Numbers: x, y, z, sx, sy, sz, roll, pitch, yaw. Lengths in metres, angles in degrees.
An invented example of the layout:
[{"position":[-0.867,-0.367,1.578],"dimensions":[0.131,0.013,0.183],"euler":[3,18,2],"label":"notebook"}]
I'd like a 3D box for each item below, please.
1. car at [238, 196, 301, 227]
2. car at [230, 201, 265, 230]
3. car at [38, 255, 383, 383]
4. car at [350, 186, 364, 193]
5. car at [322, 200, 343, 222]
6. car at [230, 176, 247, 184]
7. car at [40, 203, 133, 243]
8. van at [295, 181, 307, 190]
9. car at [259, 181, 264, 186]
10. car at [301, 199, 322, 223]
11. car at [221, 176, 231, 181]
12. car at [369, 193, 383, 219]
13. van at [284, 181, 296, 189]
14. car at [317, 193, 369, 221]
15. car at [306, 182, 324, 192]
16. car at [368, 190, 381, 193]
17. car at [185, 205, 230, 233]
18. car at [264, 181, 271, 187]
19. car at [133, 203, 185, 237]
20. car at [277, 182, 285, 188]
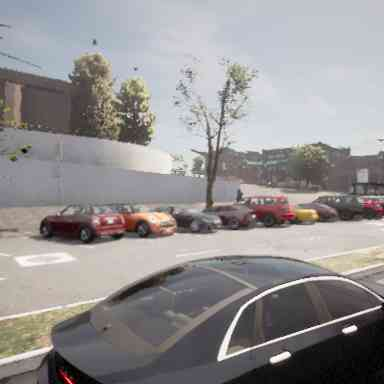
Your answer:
[{"position":[4.305,1.287,23.306],"dimensions":[5.566,2.045,2.435],"euler":[-1,-1,35],"label":"car"},{"position":[1.859,1.555,21.561],"dimensions":[4.792,1.488,2.163],"euler":[-1,-1,35],"label":"car"},{"position":[0.937,1.508,3.800],"dimensions":[4.892,1.490,1.837],"euler":[0,0,-35],"label":"car"},{"position":[32.328,-0.262,64.608],"dimensions":[2.435,2.045,5.566],"euler":[7,3,35],"label":"car"},{"position":[9.231,1.603,26.760],"dimensions":[4.674,1.452,2.002],"euler":[-1,-1,35],"label":"car"},{"position":[13.384,-3.012,91.858],"dimensions":[1.946,1.575,5.366],"euler":[7,3,34],"label":"car"},{"position":[-5.423,1.372,16.306],"dimensions":[4.553,1.767,2.185],"euler":[-1,-1,35],"label":"car"},{"position":[25.361,-1.327,74.359],"dimensions":[1.878,1.987,4.442],"euler":[7,3,35],"label":"van"},{"position":[18.487,-2.153,84.346],"dimensions":[2.002,1.452,4.674],"euler":[7,3,35],"label":"car"},{"position":[6.624,1.550,25.133],"dimensions":[5.366,1.575,1.946],"euler":[-1,-1,35],"label":"car"},{"position":[11.535,-3.535,94.118],"dimensions":[2.435,2.045,5.566],"euler":[7,3,34],"label":"car"},{"position":[14.172,1.338,30.222],"dimensions":[5.566,2.045,2.435],"euler":[-1,-1,35],"label":"car"},{"position":[23.633,-1.600,76.831],"dimensions":[1.878,1.987,4.442],"euler":[7,3,35],"label":"van"},{"position":[11.659,1.325,28.518],"dimensions":[5.566,2.045,2.435],"euler":[-1,-1,35],"label":"car"},{"position":[27.119,-0.828,71.995],"dimensions":[2.231,1.521,4.892],"euler":[7,3,35],"label":"car"},{"position":[34.017,0.300,62.135],"dimensions":[2.002,1.452,4.674],"euler":[7,3,35],"label":"car"},{"position":[-0.561,1.516,19.815],"dimensions":[4.892,1.521,2.231],"euler":[-1,-1,35],"label":"car"},{"position":[20.228,-1.879,81.883],"dimensions":[2.002,1.452,4.674],"euler":[7,3,35],"label":"car"},{"position":[-3.027,1.380,18.090],"dimensions":[4.553,1.767,2.185],"euler":[-1,-1,34],"label":"car"},{"position":[22.059,-1.648,79.562],"dimensions":[1.946,1.575,5.366],"euler":[7,3,35],"label":"car"}]
